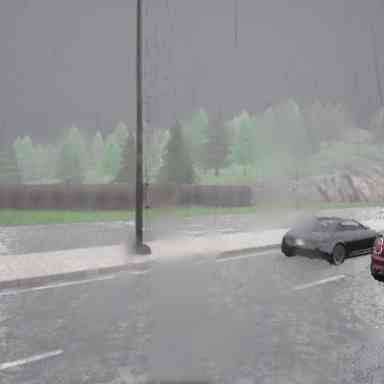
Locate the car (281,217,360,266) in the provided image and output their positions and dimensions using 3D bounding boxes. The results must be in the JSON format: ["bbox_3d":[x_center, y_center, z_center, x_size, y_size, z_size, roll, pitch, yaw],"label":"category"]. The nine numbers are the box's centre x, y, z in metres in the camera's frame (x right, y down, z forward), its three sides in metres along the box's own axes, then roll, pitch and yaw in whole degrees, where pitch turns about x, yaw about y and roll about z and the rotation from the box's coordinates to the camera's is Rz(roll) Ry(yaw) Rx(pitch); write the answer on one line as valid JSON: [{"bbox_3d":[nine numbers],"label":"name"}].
[{"bbox_3d":[5.071,1.568,11.695,4.181,1.385,1.994,0,0,-35],"label":"car"}]

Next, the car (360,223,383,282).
[{"bbox_3d":[6.584,1.355,8.483,4.553,1.767,2.097,0,0,-35],"label":"car"}]
